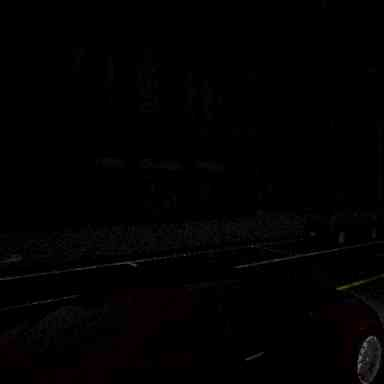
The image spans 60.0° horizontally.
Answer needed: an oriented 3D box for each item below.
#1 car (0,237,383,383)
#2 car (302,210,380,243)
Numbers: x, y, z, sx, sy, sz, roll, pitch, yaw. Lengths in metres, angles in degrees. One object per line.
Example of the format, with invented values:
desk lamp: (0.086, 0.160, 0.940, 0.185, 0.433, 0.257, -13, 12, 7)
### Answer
car: (0.230, 1.525, 3.596, 4.674, 1.442, 1.812, 0, 0, -35)
car: (6.996, 1.547, 15.505, 4.507, 1.381, 1.887, 0, 0, -35)
